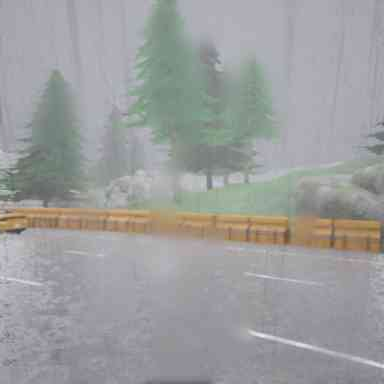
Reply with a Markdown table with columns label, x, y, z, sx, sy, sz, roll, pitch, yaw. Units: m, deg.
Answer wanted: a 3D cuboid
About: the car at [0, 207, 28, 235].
| label | x | y | z | sx | sy | sz | roll | pitch | yaw |
| --- | --- | --- | --- | --- | --- | --- | --- | --- | --- |
| car | -10.895 | 1.485 | 17.224 | 5.008 | 1.535 | 1.882 | 0 | 0 | 21 |
